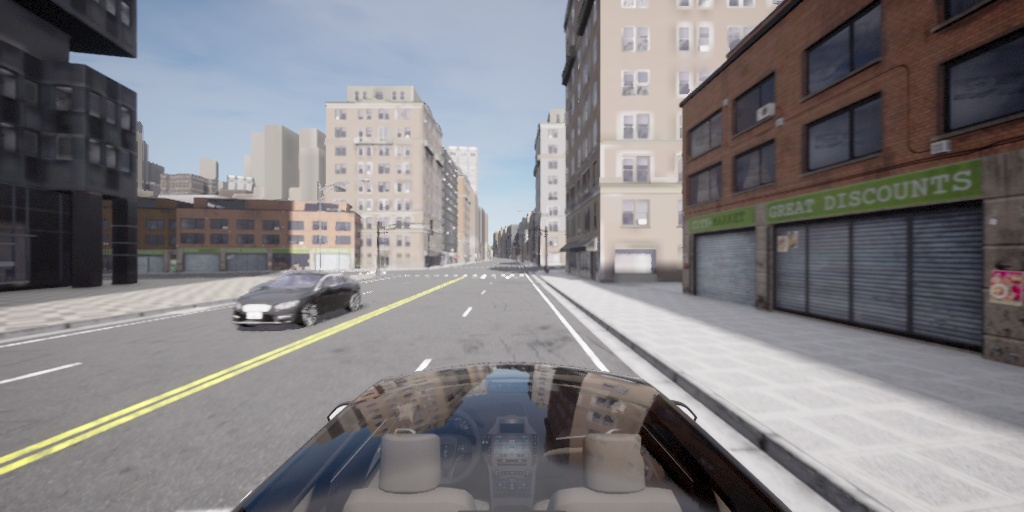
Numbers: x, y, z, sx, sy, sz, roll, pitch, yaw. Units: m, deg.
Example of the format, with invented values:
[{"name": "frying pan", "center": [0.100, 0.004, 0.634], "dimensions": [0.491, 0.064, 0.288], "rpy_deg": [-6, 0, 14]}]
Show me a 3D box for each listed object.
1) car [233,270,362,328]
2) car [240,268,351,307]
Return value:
[{"name": "car", "center": [-6.600, 1.278, 11.643], "dimensions": [2.128, 1.511, 4.902], "rpy_deg": [0, 0, 0]}, {"name": "car", "center": [-9.849, 1.352, 17.027], "dimensions": [2.033, 1.411, 5.357], "rpy_deg": [0, 0, 0]}]
